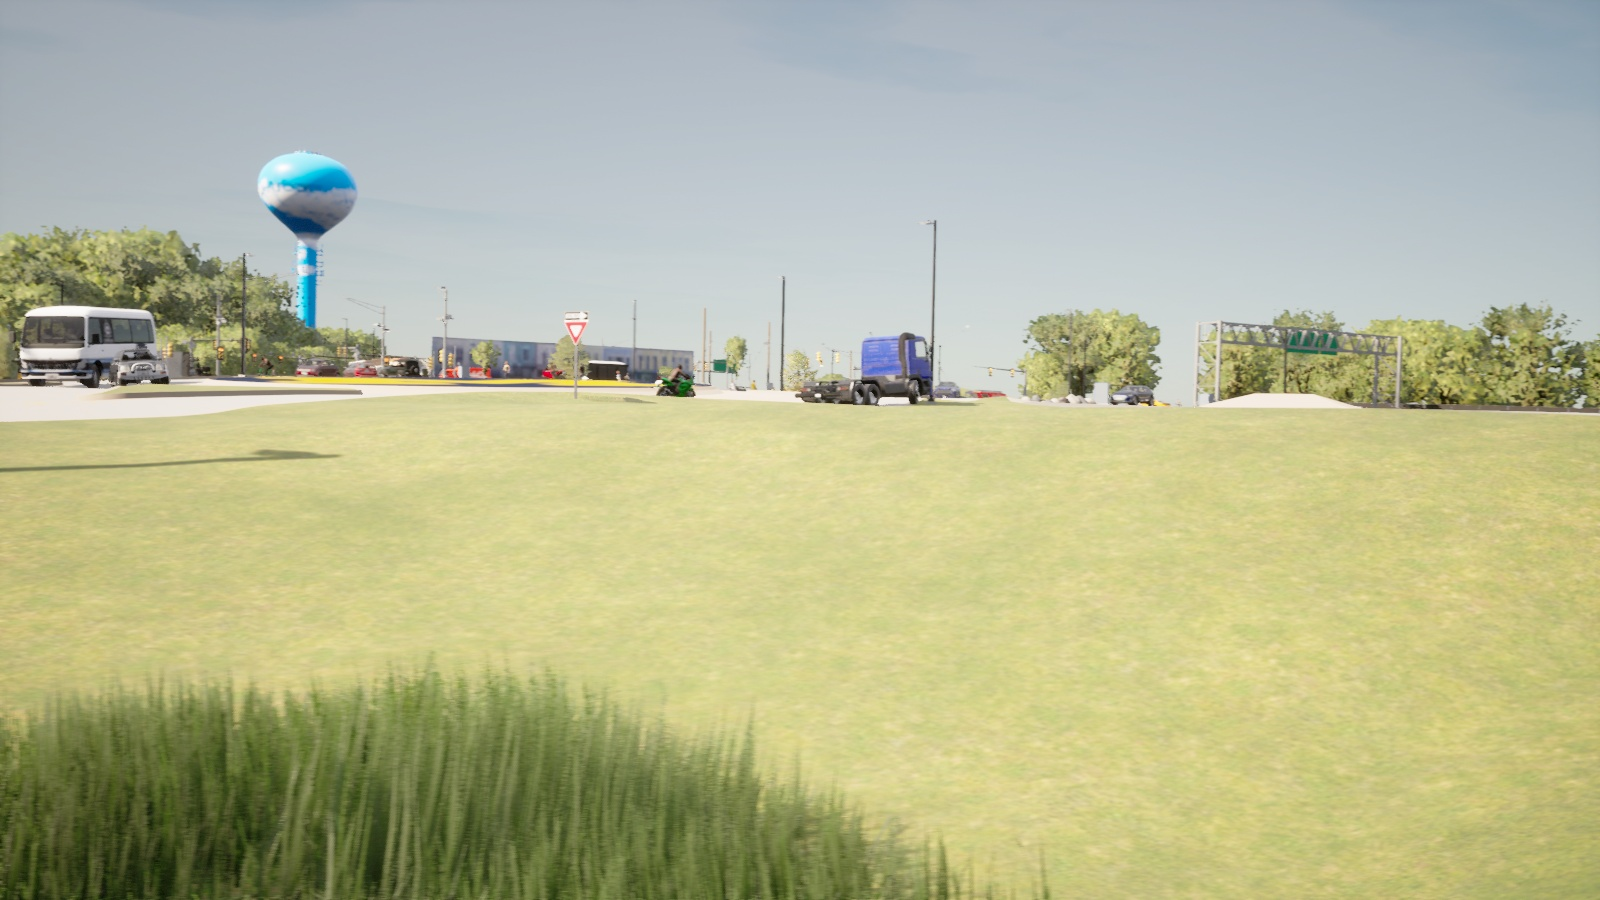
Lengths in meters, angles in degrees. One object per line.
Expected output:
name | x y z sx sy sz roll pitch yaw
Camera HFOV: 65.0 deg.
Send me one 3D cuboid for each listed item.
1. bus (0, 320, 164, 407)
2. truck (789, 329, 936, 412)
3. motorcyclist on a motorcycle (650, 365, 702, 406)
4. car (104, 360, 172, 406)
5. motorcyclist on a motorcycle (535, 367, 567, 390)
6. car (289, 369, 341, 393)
bus | -38.372 -4.743 67.686 3.944 4.253 10.273 -2 5 -8
truck | 3.085 -3.813 59.238 2.891 3.462 7.936 -1 4 36
motorcyclist on a motorcycle | -4.841 -2.493 49.115 0.797 1.523 2.044 1 1 41
car | -29.072 -2.968 55.081 1.932 1.855 4.605 -7 7 -34
motorcyclist on a motorcycle | -16.849 -4.846 84.857 2.044 1.523 0.797 0 3 27
car | -33.160 -4.737 85.982 1.789 1.549 3.705 2 4 6
